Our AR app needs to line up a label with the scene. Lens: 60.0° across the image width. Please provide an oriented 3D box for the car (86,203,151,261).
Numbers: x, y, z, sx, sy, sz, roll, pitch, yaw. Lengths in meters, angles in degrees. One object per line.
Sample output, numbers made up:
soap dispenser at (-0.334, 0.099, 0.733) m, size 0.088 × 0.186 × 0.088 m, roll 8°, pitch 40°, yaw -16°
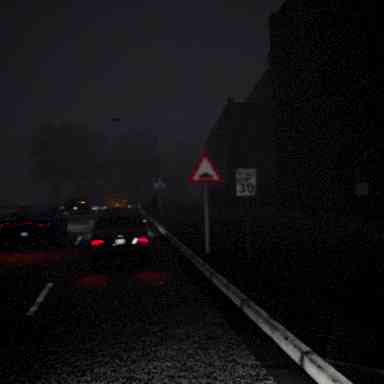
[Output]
car at (-2.511, 1.362, 11.592) m, size 2.033 × 1.411 × 5.357 m, roll -1°, pitch 1°, yaw -12°

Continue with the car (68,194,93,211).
car at (-9.790, 0.967, 28.925) m, size 1.837 × 1.490 × 4.892 m, roll -1°, pitch 2°, yaw -11°

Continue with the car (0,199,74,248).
car at (-6.403, 1.288, 14.044) m, size 1.882 × 1.535 × 5.008 m, roll -1°, pitch 1°, yaw -13°

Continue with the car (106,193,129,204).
car at (-6.763, 0.862, 30.346) m, size 1.882 × 1.535 × 5.008 m, roll -1°, pitch 2°, yaw -11°
